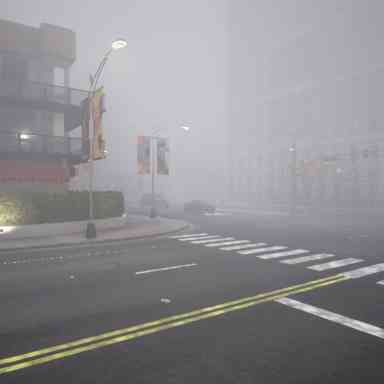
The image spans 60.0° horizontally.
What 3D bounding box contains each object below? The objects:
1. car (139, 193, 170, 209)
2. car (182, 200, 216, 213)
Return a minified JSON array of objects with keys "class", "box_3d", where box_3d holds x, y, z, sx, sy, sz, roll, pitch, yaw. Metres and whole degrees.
[{"class":"car","box_3d":[-5.203,1.221,45.335,2.150,2.045,5.566,0,0,-35]},{"class":"car","box_3d":[0.733,1.564,36.698,1.994,1.385,4.181,0,0,-35]}]
